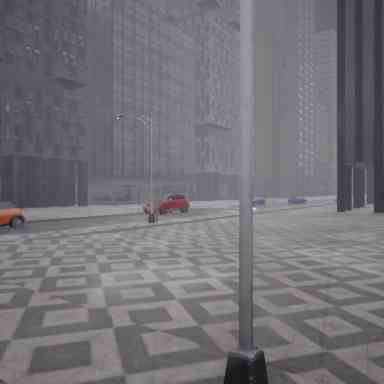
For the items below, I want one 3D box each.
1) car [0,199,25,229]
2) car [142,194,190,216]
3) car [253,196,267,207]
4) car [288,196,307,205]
[{"bbox_3d":[-12.344,1.337,19.411,2.097,1.767,4.553,0,0,34],"label":"car"},{"bbox_3d":[-2.457,1.185,33.156,2.150,2.045,5.566,0,0,36],"label":"car"},{"bbox_3d":[9.325,1.415,49.125,1.882,1.535,5.008,0,0,36],"label":"car"},{"bbox_3d":[17.569,1.402,55.130,1.882,1.535,5.008,0,0,36],"label":"car"}]
